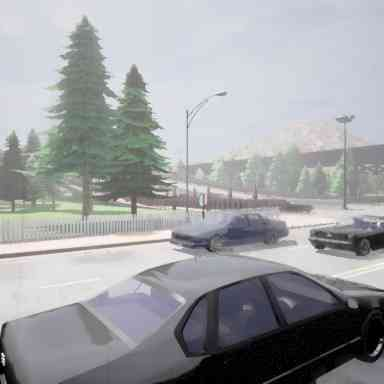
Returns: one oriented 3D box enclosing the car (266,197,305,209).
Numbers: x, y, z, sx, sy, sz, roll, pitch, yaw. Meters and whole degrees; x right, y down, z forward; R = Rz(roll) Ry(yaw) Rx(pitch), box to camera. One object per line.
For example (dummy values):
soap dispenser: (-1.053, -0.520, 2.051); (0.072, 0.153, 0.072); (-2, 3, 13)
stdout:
car: (12.864, 1.481, 45.916); (2.128, 1.511, 4.902); (0, 0, -37)

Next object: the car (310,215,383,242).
car: (6.657, 1.601, 12.994); (4.718, 1.301, 1.895); (0, 0, -35)

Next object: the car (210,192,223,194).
car: (4.529, 0.889, 56.924); (2.097, 1.767, 4.553); (0, 4, -37)

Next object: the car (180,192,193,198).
car: (-0.260, 0.800, 57.463); (2.128, 1.511, 4.902); (0, 4, -37)

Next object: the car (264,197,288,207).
car: (11.317, 1.469, 42.168); (1.882, 1.535, 5.008); (0, 1, -37)

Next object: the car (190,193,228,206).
car: (2.355, 1.310, 48.180); (2.128, 1.511, 4.902); (0, 2, -37)

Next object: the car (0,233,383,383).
car: (0.551, 1.547, 4.139); (5.357, 1.411, 2.033); (0, 0, -35)

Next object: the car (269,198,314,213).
car: (11.007, 1.600, 36.723); (1.895, 1.301, 4.718); (0, 0, -36)

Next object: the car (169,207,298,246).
car: (1.728, 1.547, 13.769); (5.357, 1.411, 2.033); (0, 0, -35)
